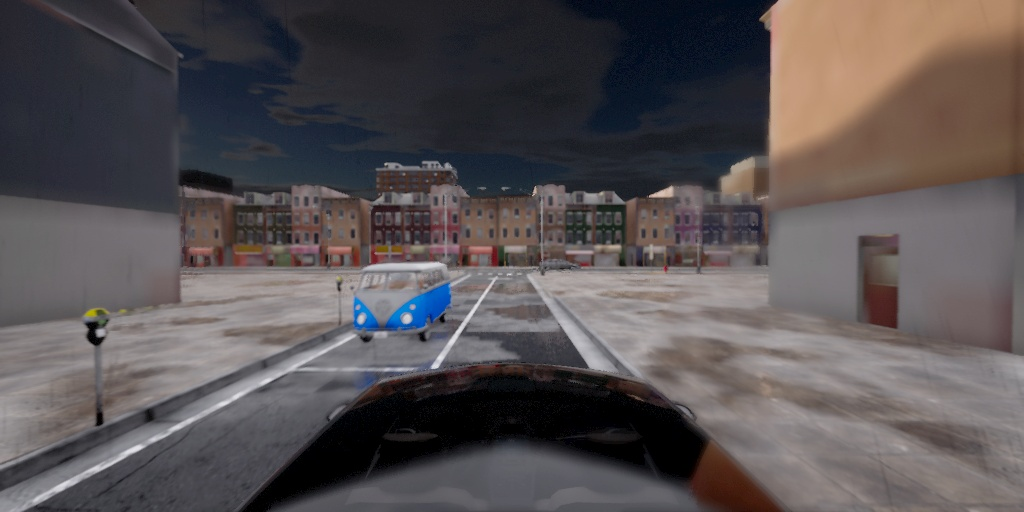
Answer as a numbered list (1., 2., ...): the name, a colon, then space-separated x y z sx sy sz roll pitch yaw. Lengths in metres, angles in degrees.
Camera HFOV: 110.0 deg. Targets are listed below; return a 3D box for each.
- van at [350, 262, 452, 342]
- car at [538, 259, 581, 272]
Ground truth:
1. van: -2.637 1.053 9.311 1.690 1.789 3.998 0 0 0
2. car: 5.430 1.068 41.082 4.902 1.511 2.128 0 1 0
